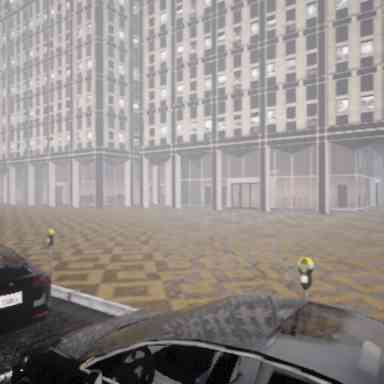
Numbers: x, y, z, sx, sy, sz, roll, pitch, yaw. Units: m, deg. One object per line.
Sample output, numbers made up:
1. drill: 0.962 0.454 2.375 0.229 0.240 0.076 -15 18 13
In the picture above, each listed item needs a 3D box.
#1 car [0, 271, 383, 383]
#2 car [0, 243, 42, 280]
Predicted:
1. car: 0.329 1.565 2.641 4.313 1.339 1.947 0 0 36
2. car: -4.256 1.562 5.914 4.313 1.339 1.947 0 0 36
